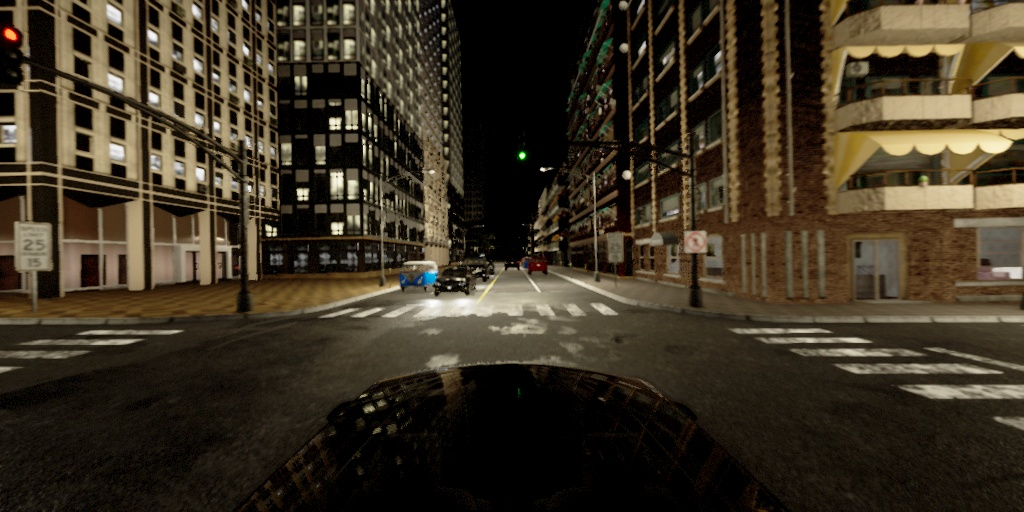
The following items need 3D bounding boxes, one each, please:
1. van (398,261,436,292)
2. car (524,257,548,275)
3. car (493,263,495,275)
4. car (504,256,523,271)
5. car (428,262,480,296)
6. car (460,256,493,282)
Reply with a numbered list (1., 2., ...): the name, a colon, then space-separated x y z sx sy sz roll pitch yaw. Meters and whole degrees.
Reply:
1. van: -5.666 1.220 22.168 1.690 1.789 3.998 0 0 0
2. car: 2.736 1.054 38.810 2.192 1.841 5.009 0 0 0
3. car: -3.061 1.220 40.566 2.097 1.767 4.553 -1 0 0
4. car: 0.045 1.049 51.272 2.150 2.045 5.566 -1 0 0
5. car: -3.090 1.324 20.127 1.837 1.490 4.892 -1 0 0
6. car: -3.080 1.064 30.250 2.150 2.045 5.566 -1 0 1
